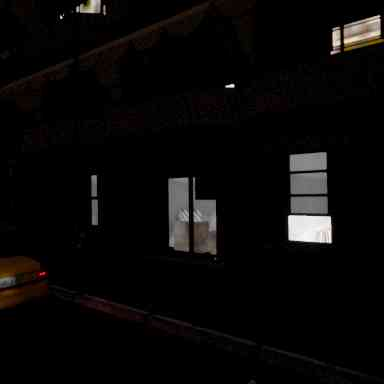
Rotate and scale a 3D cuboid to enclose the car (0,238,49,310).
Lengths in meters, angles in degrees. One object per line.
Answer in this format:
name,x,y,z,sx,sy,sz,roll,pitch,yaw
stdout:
car,-5.131,1.458,6.915,5.366,1.575,1.801,0,0,36
